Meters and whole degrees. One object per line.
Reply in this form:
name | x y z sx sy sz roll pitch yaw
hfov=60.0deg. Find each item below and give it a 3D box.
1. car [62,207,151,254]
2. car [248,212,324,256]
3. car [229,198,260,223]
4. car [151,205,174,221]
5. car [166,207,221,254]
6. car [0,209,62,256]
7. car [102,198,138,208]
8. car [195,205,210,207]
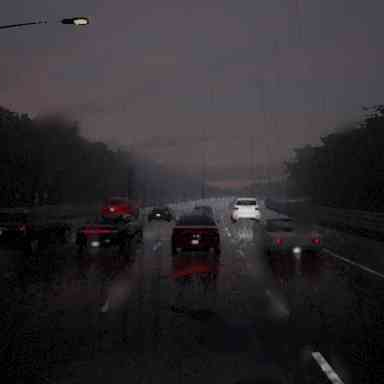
car | -3.308 1.628 14.070 2.128 1.511 4.902 0 0 2
car | 3.680 1.733 13.668 1.895 1.301 4.718 0 -1 2
car | 4.381 1.491 28.107 2.150 2.045 5.566 0 0 4
car | -2.581 1.846 28.850 1.994 1.385 4.181 0 -1 4
car | 0.200 1.614 14.148 1.882 1.535 5.008 0 0 2
car | -6.815 1.483 13.954 2.097 1.767 4.553 0 -1 2
car | -6.095 1.498 28.807 2.150 2.045 5.566 0 0 4
car | 0.889 1.824 28.325 2.033 1.411 5.357 0 -1 4
